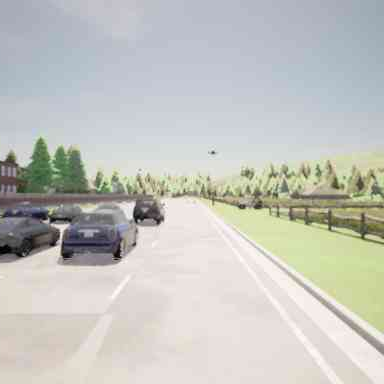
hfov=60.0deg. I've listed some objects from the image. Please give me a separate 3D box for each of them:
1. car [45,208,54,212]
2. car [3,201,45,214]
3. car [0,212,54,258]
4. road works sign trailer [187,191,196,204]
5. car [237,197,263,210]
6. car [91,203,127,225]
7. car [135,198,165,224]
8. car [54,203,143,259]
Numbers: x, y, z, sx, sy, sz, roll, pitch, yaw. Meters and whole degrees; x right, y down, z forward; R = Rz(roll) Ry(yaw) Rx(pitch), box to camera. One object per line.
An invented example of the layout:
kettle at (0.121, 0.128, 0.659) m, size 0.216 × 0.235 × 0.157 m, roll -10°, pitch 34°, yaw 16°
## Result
car at (-10.502, 1.870, 28.506) m, size 1.994 × 1.385 × 4.181 m, roll 0°, pitch -1°, yaw 0°
car at (-14.001, 1.655, 28.409) m, size 2.097 × 1.767 × 4.553 m, roll 0°, pitch -1°, yaw 0°
car at (-6.993, 1.710, 13.512) m, size 1.994 × 1.385 × 4.181 m, roll 0°, pitch -1°, yaw 0°
road works sign trailer at (-0.055, 1.443, 91.511) m, size 2.380 × 3.560 × 2.880 m, roll 0°, pitch -1°, yaw 0°
car at (8.890, 1.757, 50.715) m, size 3.866 × 1.878 × 1.905 m, roll 0°, pitch -1°, yaw 0°
car at (-7.001, 1.813, 28.493) m, size 1.837 × 1.490 × 4.892 m, roll 0°, pitch 0°, yaw 0°
car at (-3.510, 1.521, 27.569) m, size 2.150 × 2.045 × 5.566 m, roll 0°, pitch 0°, yaw 0°
car at (-3.492, 1.496, 13.416) m, size 2.097 × 1.767 × 4.553 m, roll 0°, pitch -1°, yaw 0°
